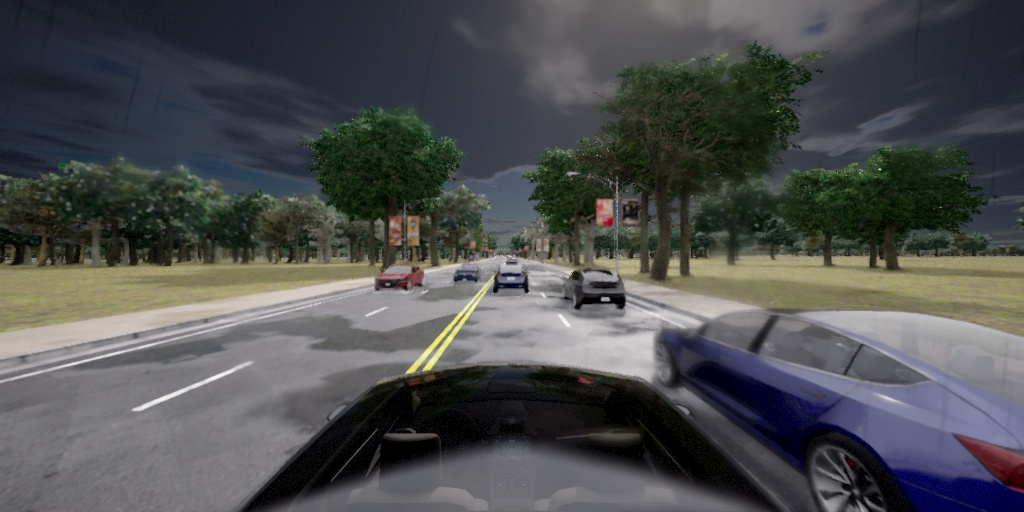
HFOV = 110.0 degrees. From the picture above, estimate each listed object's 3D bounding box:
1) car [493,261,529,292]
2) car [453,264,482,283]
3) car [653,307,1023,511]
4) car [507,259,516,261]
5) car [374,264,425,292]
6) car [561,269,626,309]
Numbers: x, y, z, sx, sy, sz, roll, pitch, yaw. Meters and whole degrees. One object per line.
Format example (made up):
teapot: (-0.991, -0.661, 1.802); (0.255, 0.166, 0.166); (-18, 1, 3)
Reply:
car: (-0.051, 1.267, 21.600); (2.163, 1.488, 4.792); (0, 0, 0)
car: (-3.369, 1.315, 28.241); (2.033, 1.411, 5.357); (0, 0, 0)
car: (3.249, 1.255, 3.889); (2.163, 1.488, 4.792); (0, 0, 0)
car: (-0.052, 1.280, 53.840); (1.837, 1.490, 4.892); (0, 0, 0)
car: (-6.620, 1.241, 21.591); (1.882, 1.535, 5.008); (0, 0, 0)
car: (3.238, 1.263, 14.865); (1.837, 1.490, 4.892); (0, 0, 0)
